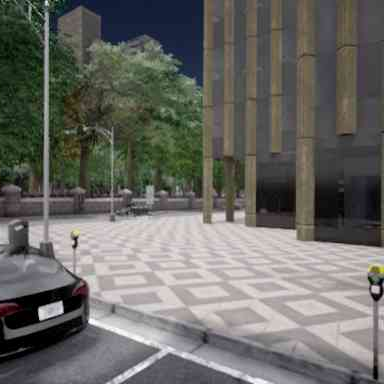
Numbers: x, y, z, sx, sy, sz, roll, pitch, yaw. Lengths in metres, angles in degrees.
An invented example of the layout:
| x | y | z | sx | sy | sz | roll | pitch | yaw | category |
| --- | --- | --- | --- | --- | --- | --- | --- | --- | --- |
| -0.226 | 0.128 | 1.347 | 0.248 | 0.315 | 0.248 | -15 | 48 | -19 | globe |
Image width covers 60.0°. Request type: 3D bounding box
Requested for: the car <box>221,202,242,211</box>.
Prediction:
| x | y | z | sx | sy | sz | roll | pitch | yaw | category |
| --- | --- | --- | --- | --- | --- | --- | --- | --- | --- |
| 6.501 | 2.375 | 54.745 | 2.128 | 1.511 | 4.902 | 0 | -1 | 35 | car |

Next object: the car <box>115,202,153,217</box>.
| x | y | z | sx | sy | sz | roll | pitch | yaw | category |
| --- | --- | --- | --- | --- | --- | --- | --- | --- | --- |
| -6.324 | 1.917 | 36.635 | 1.837 | 1.490 | 4.892 | 0 | -1 | 35 | car |

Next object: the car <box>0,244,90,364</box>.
| x | y | z | sx | sy | sz | roll | pitch | yaw | category |
| --- | --- | --- | --- | --- | --- | --- | --- | --- | --- |
| -3.485 | 1.531 | 5.437 | 4.313 | 1.339 | 1.947 | 0 | 0 | 35 | car |
